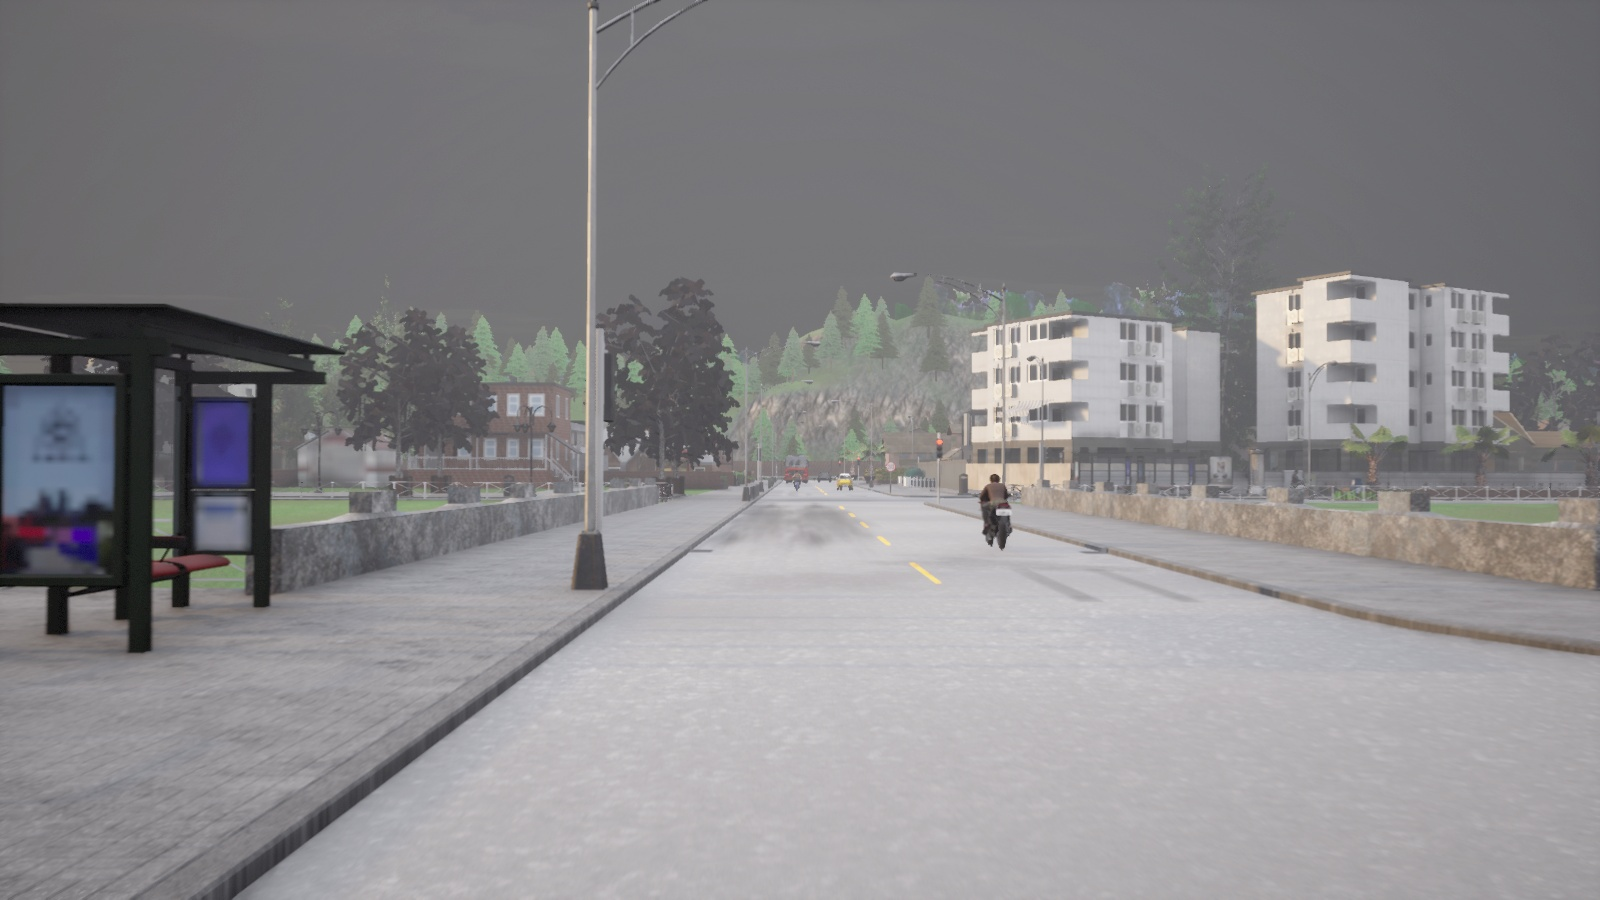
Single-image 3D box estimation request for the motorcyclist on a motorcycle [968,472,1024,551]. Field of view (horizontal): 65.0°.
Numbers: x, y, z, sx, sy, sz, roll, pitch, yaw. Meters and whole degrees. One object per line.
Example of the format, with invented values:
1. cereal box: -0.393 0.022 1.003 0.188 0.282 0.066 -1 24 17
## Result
1. motorcyclist on a motorcycle: 3.942 1.206 25.409 0.797 1.523 2.044 0 -1 -1
